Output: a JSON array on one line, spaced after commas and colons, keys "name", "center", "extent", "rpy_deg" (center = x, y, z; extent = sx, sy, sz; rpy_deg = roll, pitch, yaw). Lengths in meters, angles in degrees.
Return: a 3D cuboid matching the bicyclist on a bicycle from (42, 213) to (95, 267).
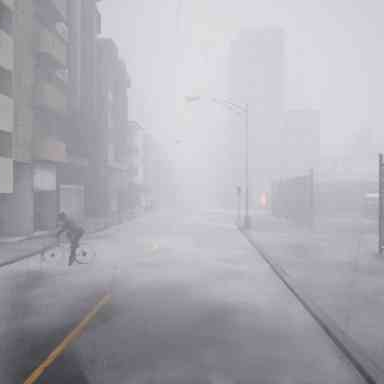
[{"name": "bicyclist on a bicycle", "center": [-3.786, 1.455, 10.159], "extent": [1.656, 1.620, 0.582], "rpy_deg": [-2, 0, 2]}]
